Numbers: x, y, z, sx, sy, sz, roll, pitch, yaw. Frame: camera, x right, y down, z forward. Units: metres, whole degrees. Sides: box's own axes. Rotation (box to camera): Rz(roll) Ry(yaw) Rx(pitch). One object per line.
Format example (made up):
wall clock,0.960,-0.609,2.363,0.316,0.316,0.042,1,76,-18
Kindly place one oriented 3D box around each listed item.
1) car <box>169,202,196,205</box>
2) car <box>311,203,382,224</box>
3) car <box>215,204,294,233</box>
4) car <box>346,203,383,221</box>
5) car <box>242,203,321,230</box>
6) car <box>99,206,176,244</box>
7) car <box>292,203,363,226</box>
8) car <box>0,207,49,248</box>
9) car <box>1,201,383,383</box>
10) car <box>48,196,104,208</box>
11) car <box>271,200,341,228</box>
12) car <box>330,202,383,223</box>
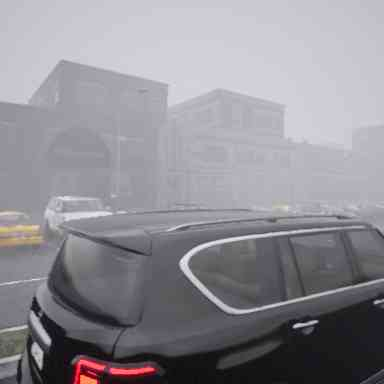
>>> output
car,-0.648,1.403,18.460,2.185,1.767,4.553,1,0,-35
car,12.924,1.727,28.139,2.097,1.535,5.008,1,-1,-35
car,3.961,1.594,21.778,2.231,1.521,4.892,1,0,-35
car,17.442,1.830,31.375,2.163,1.488,4.792,1,-1,-35
car,6.124,1.623,23.533,1.946,1.575,5.366,1,0,-35
car,-2.931,1.543,16.876,2.002,1.452,4.674,1,0,-35
car,10.678,1.722,26.502,2.163,1.488,4.792,1,0,-35
car,-7.568,1.470,13.814,1.946,1.575,5.366,0,0,-35
car,1.090,1.229,3.908,5.566,2.045,2.150,0,0,-35
car,-5.177,1.233,15.249,2.435,2.045,5.566,0,0,-35
car,8.419,1.533,24.901,2.185,1.767,4.553,1,-1,-36
car,15.197,1.765,29.738,2.231,1.521,4.892,1,-1,-35
